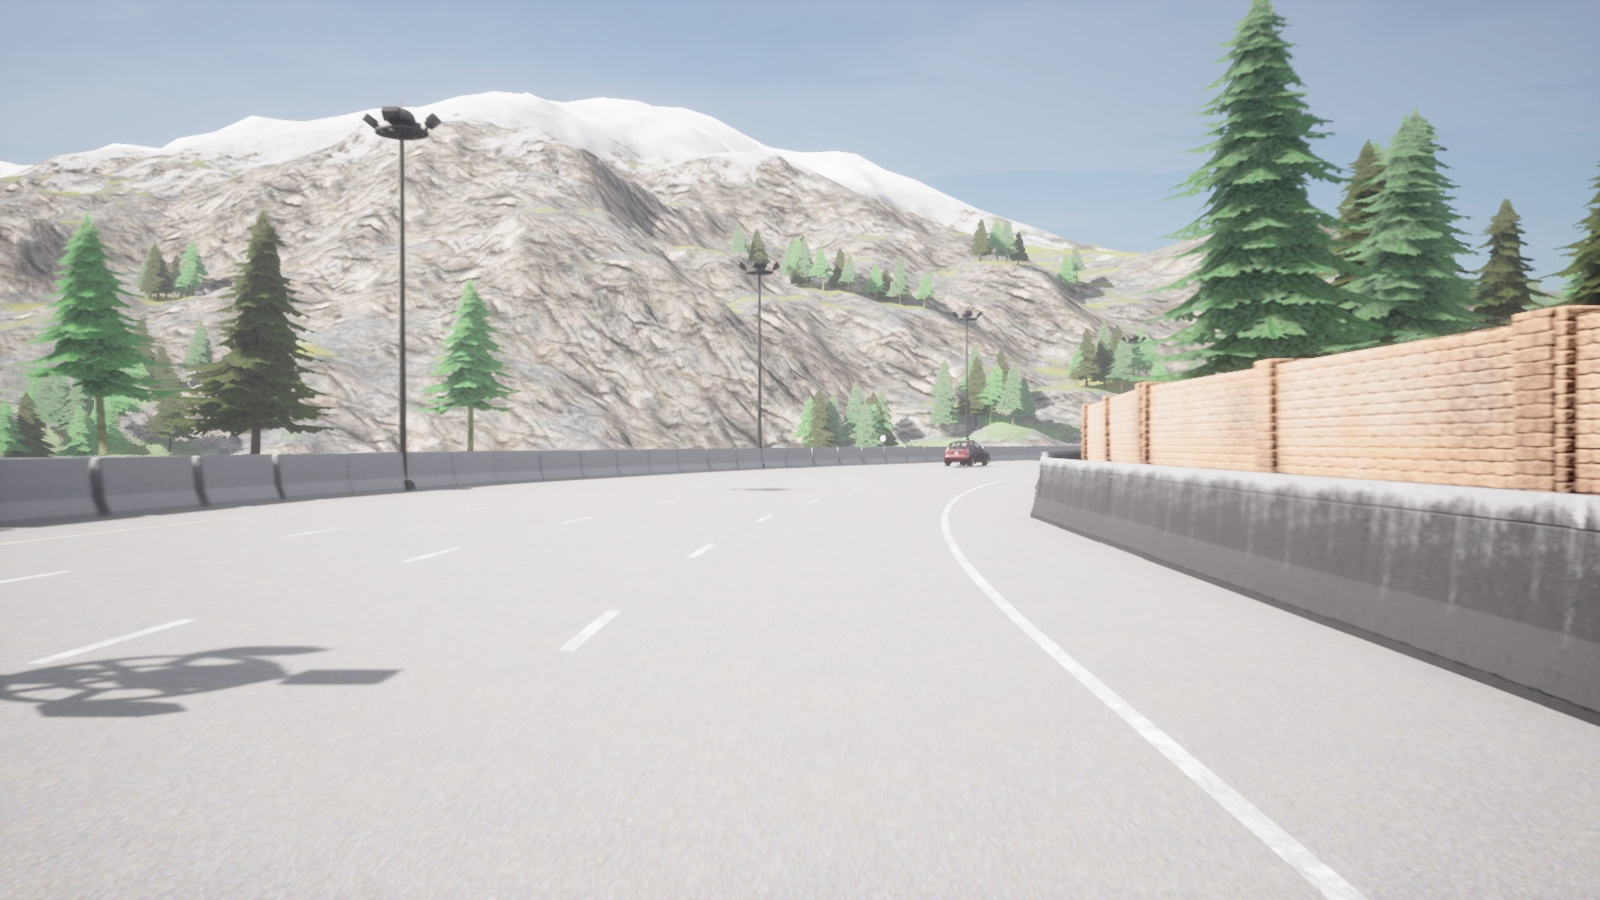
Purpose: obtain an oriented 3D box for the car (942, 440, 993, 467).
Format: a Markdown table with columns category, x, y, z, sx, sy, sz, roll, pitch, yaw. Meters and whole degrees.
| category | x | y | z | sx | sy | sz | roll | pitch | yaw |
| --- | --- | --- | --- | --- | --- | --- | --- | --- | --- |
| car | 10.432 | 0.175 | 77.917 | 1.851 | 1.617 | 3.988 | 0 | 0 | 28 |
